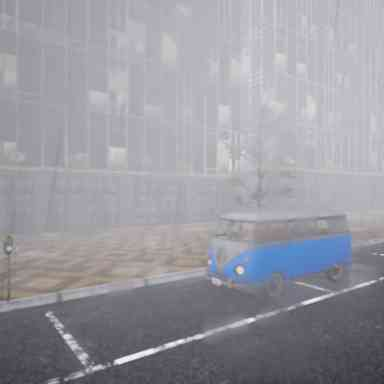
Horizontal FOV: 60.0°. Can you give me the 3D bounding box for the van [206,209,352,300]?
[{"bbox_3d":[2.223,1.343,8.145,3.998,1.788,1.690,0,0,-36],"label":"van"}]
